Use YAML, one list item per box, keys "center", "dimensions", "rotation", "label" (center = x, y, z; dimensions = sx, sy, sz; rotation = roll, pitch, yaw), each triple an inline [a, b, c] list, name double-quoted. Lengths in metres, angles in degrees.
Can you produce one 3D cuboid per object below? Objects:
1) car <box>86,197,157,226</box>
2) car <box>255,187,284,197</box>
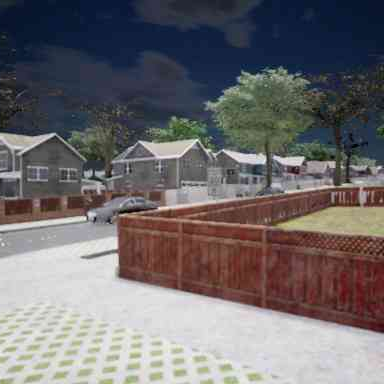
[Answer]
- center: [-4.218, 1.084, 20.531]
  dimensions: [2.128, 1.511, 4.902]
  rotation: [0, 2, 36]
  label: "car"
- center: [9.221, 0.150, 39.090]
  dimensions: [2.033, 1.411, 5.357]
  rotation: [0, 2, 36]
  label: "car"
